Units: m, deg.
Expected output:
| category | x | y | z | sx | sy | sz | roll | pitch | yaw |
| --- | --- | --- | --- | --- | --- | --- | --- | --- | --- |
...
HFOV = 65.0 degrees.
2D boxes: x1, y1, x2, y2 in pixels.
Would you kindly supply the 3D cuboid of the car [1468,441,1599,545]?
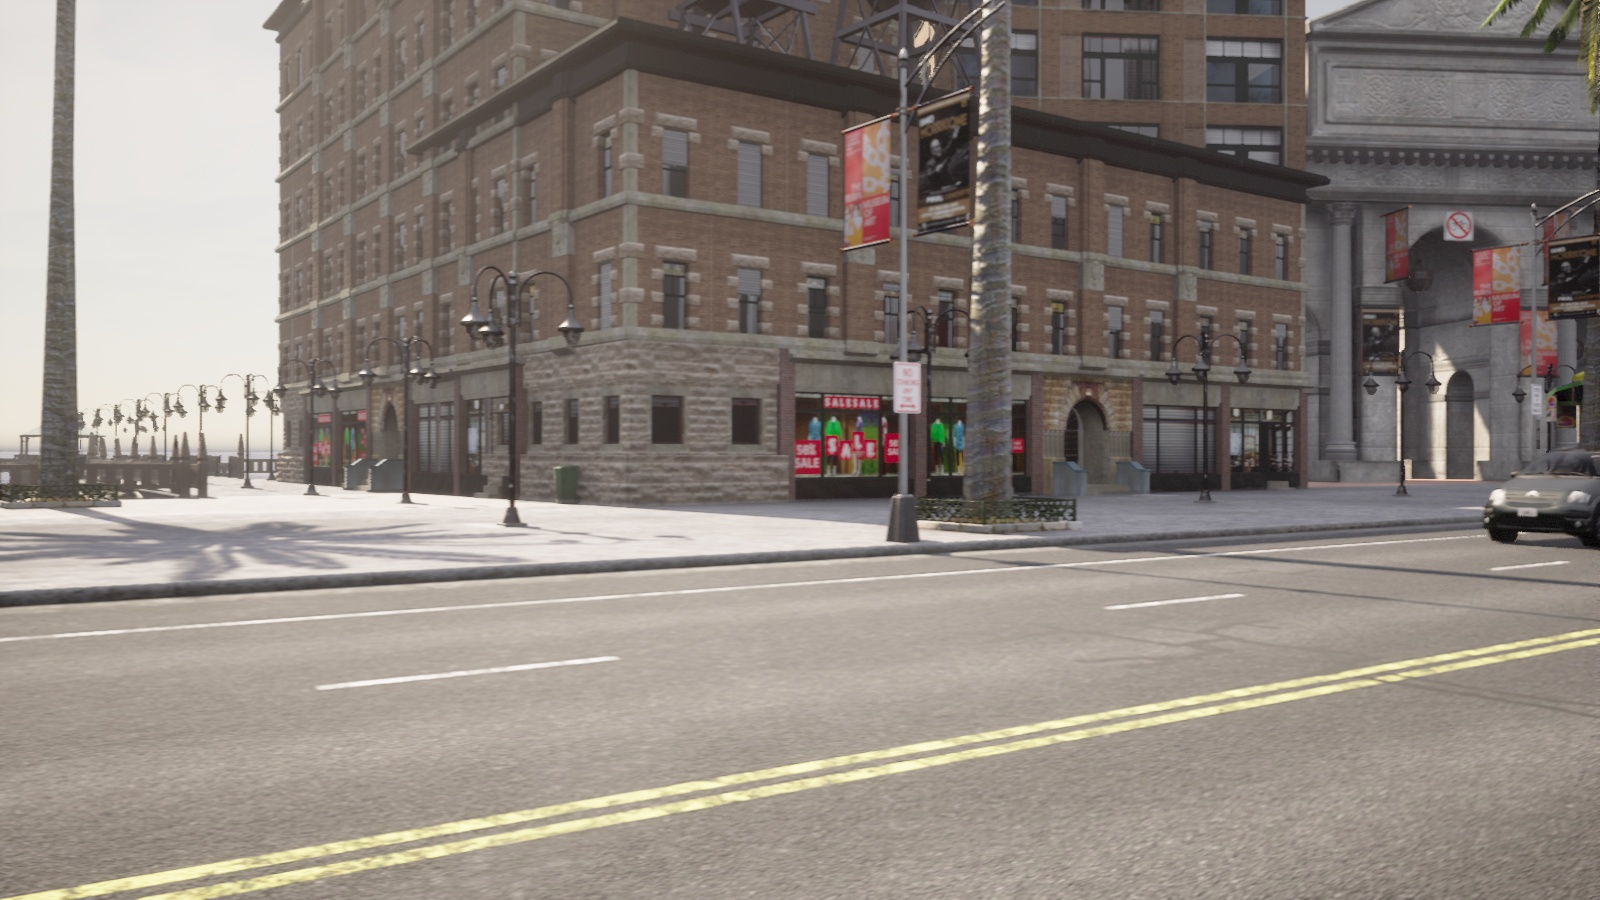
| category | x | y | z | sx | sy | sz | roll | pitch | yaw |
| --- | --- | --- | --- | --- | --- | --- | --- | --- | --- |
| car | 13.365 | 0.667 | 21.438 | 3.988 | 1.617 | 1.851 | 0 | 0 | -35 |
